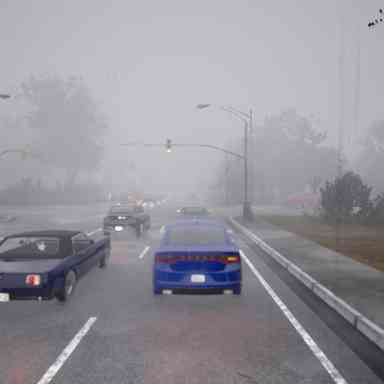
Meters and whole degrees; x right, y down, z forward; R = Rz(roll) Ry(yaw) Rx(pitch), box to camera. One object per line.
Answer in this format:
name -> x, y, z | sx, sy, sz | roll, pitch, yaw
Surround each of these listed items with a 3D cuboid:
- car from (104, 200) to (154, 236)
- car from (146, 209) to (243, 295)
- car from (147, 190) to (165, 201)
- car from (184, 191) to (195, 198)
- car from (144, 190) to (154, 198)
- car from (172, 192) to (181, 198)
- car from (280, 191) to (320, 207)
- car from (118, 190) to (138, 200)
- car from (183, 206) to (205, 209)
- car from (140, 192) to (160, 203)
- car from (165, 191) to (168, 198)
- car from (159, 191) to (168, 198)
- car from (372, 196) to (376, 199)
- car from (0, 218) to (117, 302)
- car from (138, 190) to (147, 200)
car -> -3.374, 1.398, 17.787 | 1.837, 1.490, 4.892 | 0, 1, 0
car -> 0.113, 1.444, 8.709 | 1.882, 1.535, 5.008 | 0, 1, 0
car -> -6.968, 0.957, 64.206 | 1.882, 1.535, 5.008 | 0, 1, 0
car -> -0.398, 0.547, 86.364 | 2.097, 1.767, 4.553 | 0, 1, -4
car -> -10.796, 0.446, 84.166 | 2.150, 2.045, 5.566 | 0, 1, -3
car -> -3.861, 0.743, 85.548 | 2.033, 1.411, 5.357 | 0, 1, -4
car -> 14.181, 0.896, 42.792 | 5.566, 2.045, 2.150 | 0, 1, -6
car -> -10.539, 0.931, 53.788 | 2.097, 1.767, 4.553 | 0, 0, 1
car -> 0.125, 1.454, 18.090 | 1.994, 1.385, 4.181 | 0, 1, 0
car -> -7.009, 1.128, 55.398 | 1.994, 1.385, 4.181 | 0, 1, 0
car -> -6.988, 0.958, 74.231 | 1.895, 1.301, 4.718 | 0, 1, -1
car -> -7.306, 0.572, 84.465 | 2.097, 1.767, 4.553 | 0, 1, -3
car -> 24.095, 1.234, 43.302 | 4.181, 1.385, 1.994 | 0, 0, -3
car -> -3.388, 1.572, 8.143 | 1.895, 1.301, 4.718 | 0, 0, 0
car -> -10.466, 0.710, 63.371 | 2.150, 2.045, 5.566 | 0, 1, 0
